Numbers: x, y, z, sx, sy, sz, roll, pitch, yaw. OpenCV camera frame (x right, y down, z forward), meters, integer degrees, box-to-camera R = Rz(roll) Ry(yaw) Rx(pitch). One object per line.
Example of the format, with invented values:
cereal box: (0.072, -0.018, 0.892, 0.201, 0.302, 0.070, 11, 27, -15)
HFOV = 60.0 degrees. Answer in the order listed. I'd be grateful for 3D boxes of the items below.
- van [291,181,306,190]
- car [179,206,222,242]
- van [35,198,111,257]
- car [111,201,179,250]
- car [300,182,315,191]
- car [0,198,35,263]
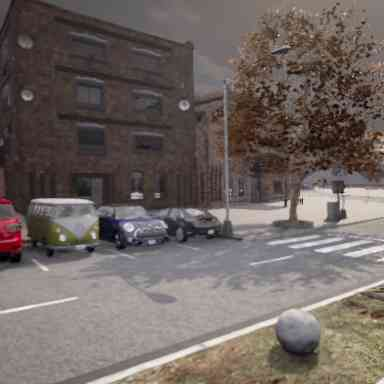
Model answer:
van: (25.528, -1.619, 79.773, 1.878, 1.987, 4.442, 5, 6, 40)
car: (-0.615, 1.440, 16.147, 2.231, 1.521, 4.892, 0, 0, -36)
van: (-4.990, 1.241, 12.790, 1.878, 1.987, 4.442, 0, 0, -36)
car: (-2.857, 1.328, 14.544, 2.185, 1.767, 4.553, 0, 0, -36)
car: (26.932, -1.139, 77.107, 2.097, 1.535, 5.008, 5, 6, 40)
car: (-7.284, 1.229, 11.276, 2.435, 2.045, 5.566, 0, 0, -36)
